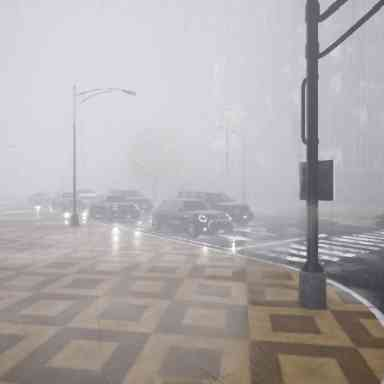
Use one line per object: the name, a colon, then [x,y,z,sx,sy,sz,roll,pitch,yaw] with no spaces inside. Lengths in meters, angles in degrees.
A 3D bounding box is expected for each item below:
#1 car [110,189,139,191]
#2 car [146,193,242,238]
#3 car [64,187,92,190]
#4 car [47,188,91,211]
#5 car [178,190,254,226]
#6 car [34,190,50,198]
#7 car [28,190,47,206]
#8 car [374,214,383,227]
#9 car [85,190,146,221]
car: [-5.507,0.754,28.616,2.150,2.045,5.566,0,1,-38]
car: [-0.072,1.124,16.499,2.097,1.767,4.553,0,1,-38]
car: [-12.127,0.558,37.051,2.150,2.045,5.566,0,1,-37]
car: [-11.522,0.786,31.004,2.097,1.767,4.553,0,1,-38]
car: [1.118,0.950,20.194,2.150,2.045,5.566,0,1,-40]
car: [-28.753,0.281,63.747,1.812,1.442,4.674,0,1,-38]
car: [-17.838,0.771,39.079,1.812,1.442,4.674,0,1,-38]
car: [12.405,1.486,17.013,5.357,1.411,2.033,3,3,33]
car: [-5.488,0.965,23.342,2.097,1.767,4.553,0,1,-38]
